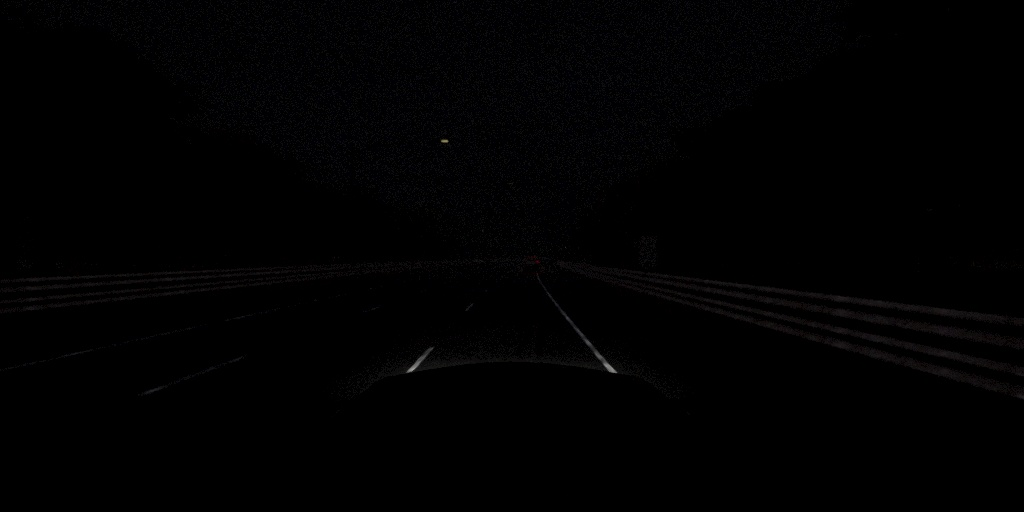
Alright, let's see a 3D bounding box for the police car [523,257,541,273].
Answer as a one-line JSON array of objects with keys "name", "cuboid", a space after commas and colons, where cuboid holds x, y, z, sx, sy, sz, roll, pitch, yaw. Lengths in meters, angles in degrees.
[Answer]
[{"name": "police car", "cuboid": [2.406, 1.264, 44.579, 1.930, 1.638, 5.238, 0, 0, 4]}]
